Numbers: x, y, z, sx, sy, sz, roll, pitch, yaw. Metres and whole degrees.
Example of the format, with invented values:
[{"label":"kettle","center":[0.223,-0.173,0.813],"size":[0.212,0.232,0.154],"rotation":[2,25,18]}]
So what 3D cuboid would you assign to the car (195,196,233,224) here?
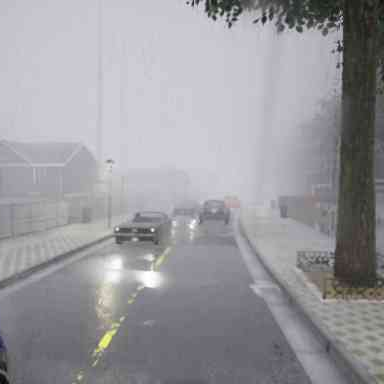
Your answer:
[{"label":"car","center":[1.765,1.327,24.569],"size":[2.097,1.767,4.553],"rotation":[0,0,8]}]

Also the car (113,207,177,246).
[{"label":"car","center":[-2.093,1.579,15.407],"size":[1.895,1.301,4.718],"rotation":[0,0,5]}]

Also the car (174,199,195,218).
[{"label":"car","center":[-0.437,1.413,29.516],"size":[1.882,1.535,5.008],"rotation":[0,0,9]}]

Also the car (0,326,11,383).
[{"label":"car","center":[-2.736,1.346,1.152],"size":[2.097,1.767,4.553],"rotation":[0,0,1]}]

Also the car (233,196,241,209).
[{"label":"car","center":[5.123,1.255,43.089],"size":[2.097,1.767,4.553],"rotation":[1,1,13]}]
